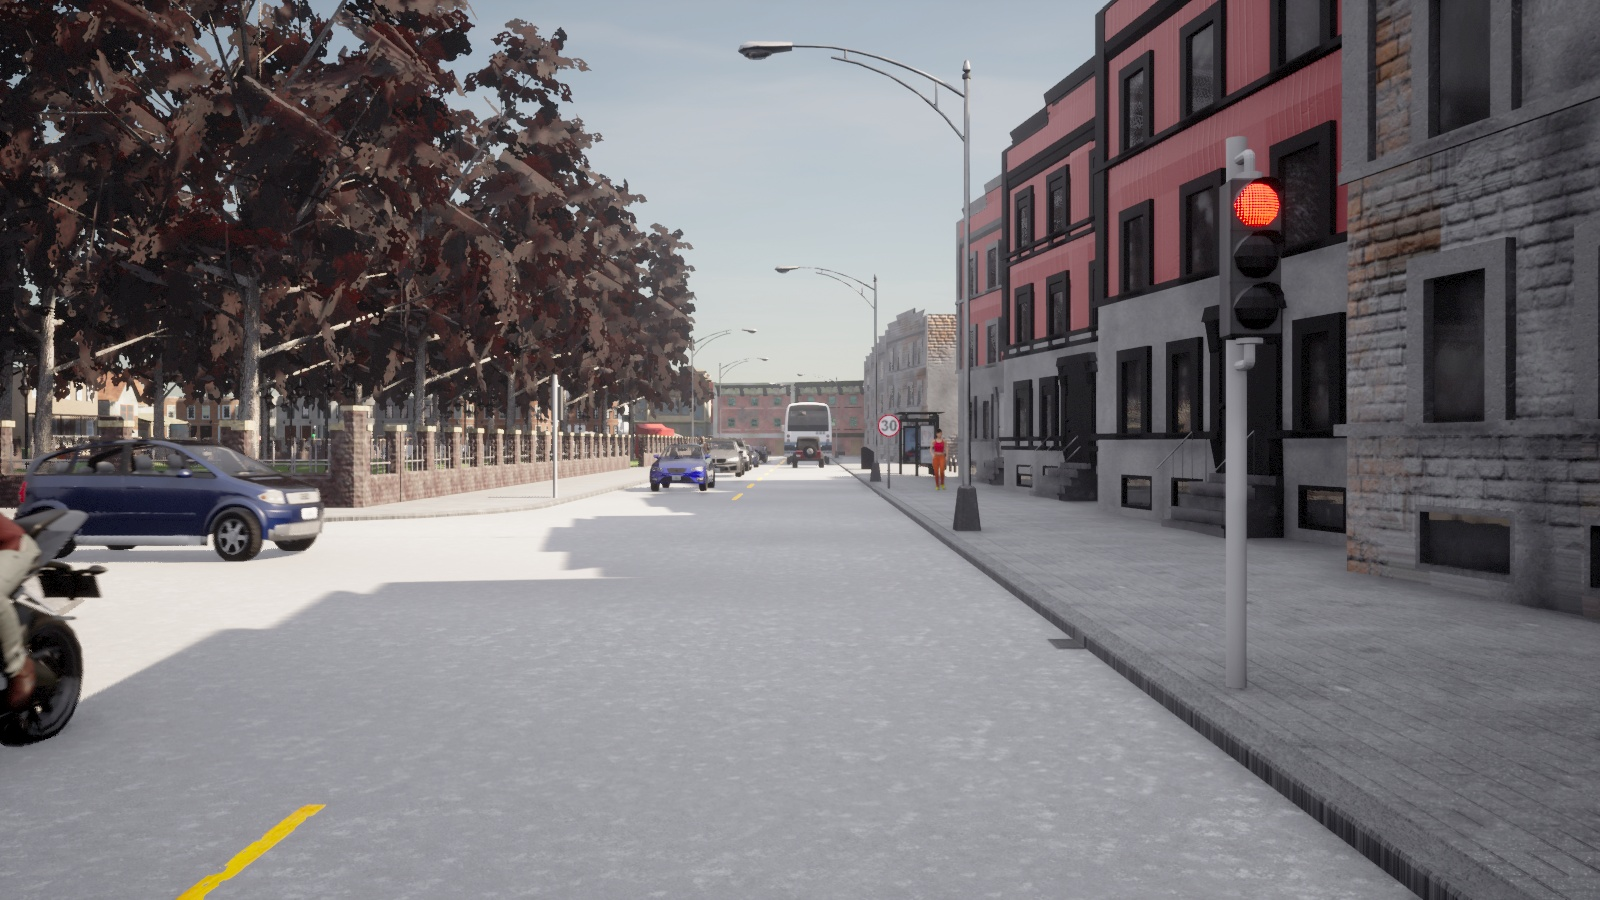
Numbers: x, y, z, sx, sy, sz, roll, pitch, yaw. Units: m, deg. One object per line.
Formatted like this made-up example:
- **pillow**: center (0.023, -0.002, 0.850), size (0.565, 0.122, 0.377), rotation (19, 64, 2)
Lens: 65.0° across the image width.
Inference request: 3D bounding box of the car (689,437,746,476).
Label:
- **car**: center (-3.627, 0.270, 56.252), size (2.242, 1.667, 4.611), rotation (0, 0, 0)

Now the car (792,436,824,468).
- **car**: center (0.502, 0.114, 76.007), size (1.905, 1.878, 3.866), rotation (0, 0, 0)

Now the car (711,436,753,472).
- **car**: center (-3.560, 0.187, 66.136), size (1.932, 1.855, 4.605), rotation (0, 0, 1)

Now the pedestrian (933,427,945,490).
- **pedestrian**: center (4.063, 0.248, 36.636), size (0.345, 1.836, 0.594), rotation (0, 0, 6)

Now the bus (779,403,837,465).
- **bus**: center (0.584, -1.143, 91.048), size (3.944, 4.253, 10.273), rotation (0, 0, 0)

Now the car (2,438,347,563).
- **car**: center (-8.197, 0.624, 16.649), size (3.705, 1.549, 1.789), rotation (0, 0, 6)

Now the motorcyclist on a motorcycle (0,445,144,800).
- **motorcyclist on a motorcycle**: center (-3.888, 0.747, 5.465), size (0.866, 1.530, 2.191), rotation (0, 0, 2)

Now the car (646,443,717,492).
- **car**: center (-3.717, 0.530, 40.145), size (1.816, 1.474, 4.193), rotation (0, 0, 1)
